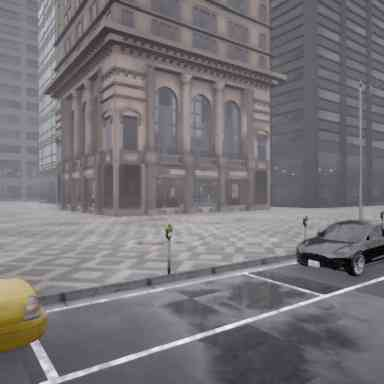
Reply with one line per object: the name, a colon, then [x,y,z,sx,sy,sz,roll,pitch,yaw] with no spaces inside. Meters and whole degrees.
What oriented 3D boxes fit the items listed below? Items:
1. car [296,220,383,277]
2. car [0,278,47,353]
car: [5.069,1.564,10.267,4.313,1.339,1.947,0,0,-35]
car: [-4.254,1.523,3.617,4.829,1.417,1.752,0,0,-35]
